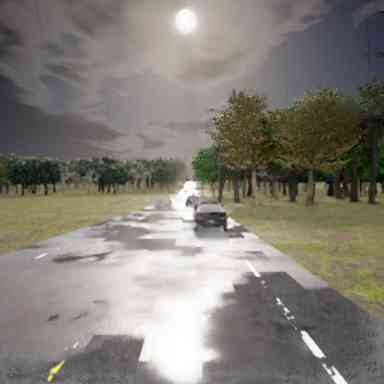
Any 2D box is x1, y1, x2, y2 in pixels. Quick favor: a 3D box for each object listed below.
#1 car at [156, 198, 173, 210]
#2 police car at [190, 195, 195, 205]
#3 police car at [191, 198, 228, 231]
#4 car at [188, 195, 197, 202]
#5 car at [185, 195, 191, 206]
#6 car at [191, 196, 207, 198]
[{"bbox_3d":[-3.569,1.492,43.503,2.128,1.511,4.902,0,0,0],"label":"car"},{"bbox_3d":[1.061,1.412,36.522,1.930,1.638,5.238,0,0,0],"label":"police car"},{"bbox_3d":[1.056,1.399,20.519,1.930,1.638,5.238,0,0,0],"label":"police car"},{"bbox_3d":[0.022,1.348,73.041,1.882,1.535,5.008,0,0,0],"label":"car"},{"bbox_3d":[0.016,1.372,54.446,2.097,1.767,4.553,0,0,0],"label":"car"},{"bbox_3d":[1.059,1.456,30.411,1.882,1.535,5.008,0,0,0],"label":"car"}]
